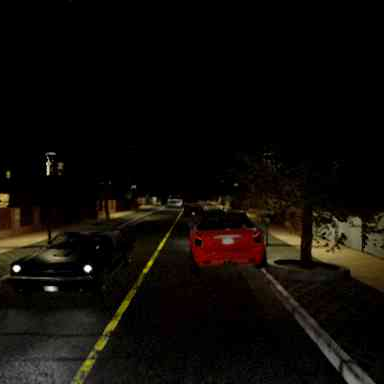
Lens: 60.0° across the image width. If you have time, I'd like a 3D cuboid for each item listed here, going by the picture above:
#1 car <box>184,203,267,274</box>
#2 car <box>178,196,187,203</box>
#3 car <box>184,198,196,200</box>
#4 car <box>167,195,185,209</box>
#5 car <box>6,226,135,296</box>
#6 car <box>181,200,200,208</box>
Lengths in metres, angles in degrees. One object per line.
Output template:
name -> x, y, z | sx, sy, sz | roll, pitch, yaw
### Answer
car -> 0.954, 1.351, 10.862 | 2.097, 1.767, 4.553 | -3, -1, 0
car -> -2.487, 1.881, 85.108 | 2.097, 1.767, 4.553 | 0, 0, 0
car -> 0.192, 1.772, 46.963 | 1.812, 1.442, 4.674 | 0, -1, 1
car -> -2.665, 1.506, 52.366 | 2.150, 2.045, 5.566 | 0, -1, 1
car -> -2.825, 1.641, 8.877 | 1.895, 1.301, 4.718 | 0, 0, 0
car -> 0.152, 1.769, 33.824 | 1.895, 1.301, 4.718 | 0, 0, 1
